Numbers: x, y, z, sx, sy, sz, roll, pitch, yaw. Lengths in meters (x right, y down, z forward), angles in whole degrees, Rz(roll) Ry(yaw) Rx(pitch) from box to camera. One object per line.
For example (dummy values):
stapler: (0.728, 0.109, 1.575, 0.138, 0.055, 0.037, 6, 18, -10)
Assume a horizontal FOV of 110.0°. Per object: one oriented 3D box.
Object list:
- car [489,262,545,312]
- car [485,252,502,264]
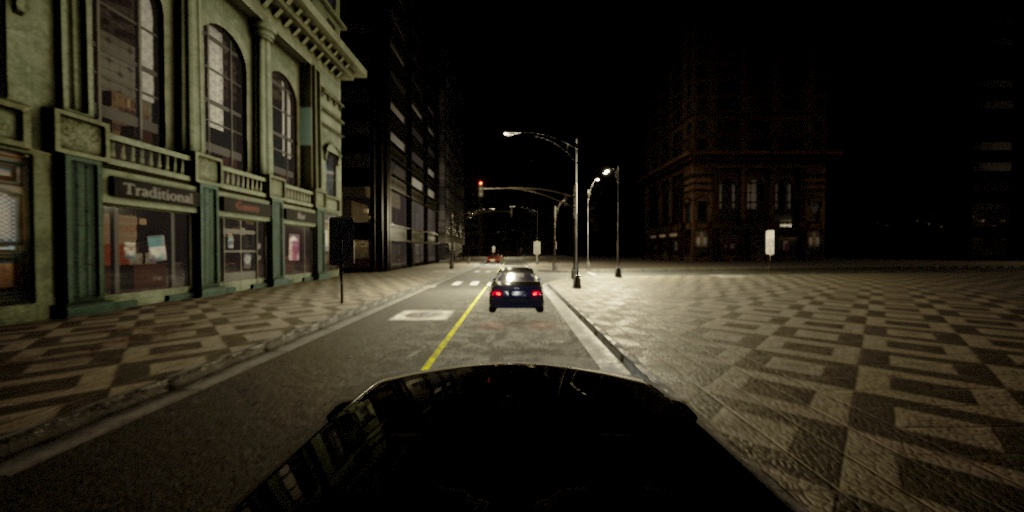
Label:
car: (0.143, 1.118, 13.138, 2.033, 1.411, 5.357, 0, 1, 0)
car: (-2.851, 0.444, 54.889, 1.812, 1.442, 4.674, 0, 1, 1)
